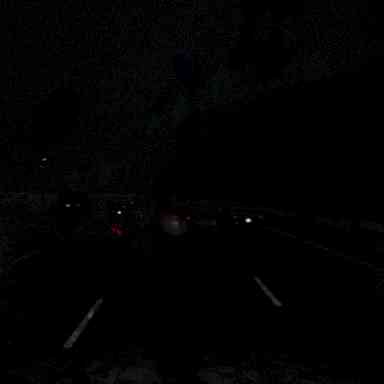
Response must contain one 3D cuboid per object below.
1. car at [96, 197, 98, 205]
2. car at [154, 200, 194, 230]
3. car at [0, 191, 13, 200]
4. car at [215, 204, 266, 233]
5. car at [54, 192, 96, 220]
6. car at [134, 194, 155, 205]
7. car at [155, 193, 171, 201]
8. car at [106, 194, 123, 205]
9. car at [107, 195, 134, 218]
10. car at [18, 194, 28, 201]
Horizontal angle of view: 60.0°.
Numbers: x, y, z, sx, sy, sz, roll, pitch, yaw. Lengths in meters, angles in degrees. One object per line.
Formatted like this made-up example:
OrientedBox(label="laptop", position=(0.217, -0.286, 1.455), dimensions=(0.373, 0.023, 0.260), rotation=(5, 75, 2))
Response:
OrientedBox(label="car", position=(-14.390, 1.132, 46.998), dimensions=(1.812, 1.442, 4.674), rotation=(-1, 1, -18))
OrientedBox(label="car", position=(-1.103, 1.386, 19.533), dimensions=(1.895, 1.301, 4.718), rotation=(-1, 1, -7))
OrientedBox(label="car", position=(-42.349, 0.699, 76.005), dimensions=(2.150, 2.045, 5.566), rotation=(-1, 1, -26))
OrientedBox(label="car", position=(2.520, 1.327, 18.145), dimensions=(1.994, 1.385, 4.181), rotation=(-1, 1, -6))
OrientedBox(label="car", position=(-9.200, 1.016, 26.146), dimensions=(2.150, 2.045, 5.566), rotation=(-1, 1, -10))
OrientedBox(label="car", position=(-7.181, 1.019, 47.394), dimensions=(2.128, 1.511, 4.902), rotation=(-1, 1, -17))
OrientedBox(label="car", position=(-4.502, 0.955, 50.547), dimensions=(2.128, 1.511, 4.902), rotation=(-1, 1, -18))
OrientedBox(label="car", position=(-11.728, 1.108, 50.109), dimensions=(1.994, 1.385, 4.181), rotation=(-1, 1, -18))
OrientedBox(label="car", position=(-5.917, 1.250, 27.499), dimensions=(1.837, 1.490, 4.892), rotation=(0, 1, -10))
OrientedBox(label="car", position=(-36.252, 1.087, 71.418), dimensions=(2.033, 1.411, 5.357), rotation=(-1, 1, -26))
